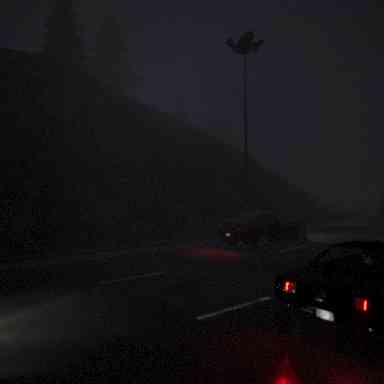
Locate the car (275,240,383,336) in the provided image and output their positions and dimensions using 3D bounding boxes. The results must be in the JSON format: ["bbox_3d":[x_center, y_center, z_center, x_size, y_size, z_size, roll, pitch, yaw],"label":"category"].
[{"bbox_3d":[3.826,1.644,6.617,4.718,1.301,1.895,0,-1,-39],"label":"car"}]

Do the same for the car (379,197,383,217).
[{"bbox_3d":[20.435,1.421,33.939,2.150,2.045,5.566,0,0,31],"label":"car"}]

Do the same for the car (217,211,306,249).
[{"bbox_3d":[3.371,1.613,15.376,5.008,1.535,1.882,0,0,-41],"label":"car"}]
